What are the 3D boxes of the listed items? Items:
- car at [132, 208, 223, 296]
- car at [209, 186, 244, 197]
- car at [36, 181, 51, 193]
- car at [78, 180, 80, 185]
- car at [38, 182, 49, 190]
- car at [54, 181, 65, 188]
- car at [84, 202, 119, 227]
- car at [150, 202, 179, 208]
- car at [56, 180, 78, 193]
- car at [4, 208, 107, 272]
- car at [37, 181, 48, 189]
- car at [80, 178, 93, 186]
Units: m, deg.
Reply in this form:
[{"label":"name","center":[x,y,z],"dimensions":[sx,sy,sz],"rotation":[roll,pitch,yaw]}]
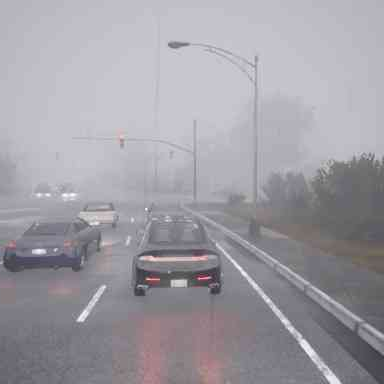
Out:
[{"label":"car","center":[-0.415,1.409,8.480],"dimensions":[2.128,1.511,4.902],"rotation":[0,1,-4]},{"label":"car","center":[4.808,-0.091,46.025],"dimensions":[4.902,1.511,2.128],"rotation":[0,3,-22]},{"label":"car","center":[-23.425,-0.529,52.490],"dimensions":[1.994,1.385,4.181],"rotation":[-1,3,-23]},{"label":"car","center":[-29.501,-2.142,82.259],"dimensions":[1.882,1.535,5.008],"rotation":[-1,3,-25]},{"label":"car","center":[-28.092,-1.136,62.914],"dimensions":[1.837,1.490,4.892],"rotation":[-1,3,-25]},{"label":"car","center":[-29.751,-1.734,74.614],"dimensions":[1.837,1.490,4.892],"rotation":[-1,3,-25]},{"label":"car","center":[-5.259,1.226,19.224],"dimensions":[1.895,1.301,4.718],"rotation":[0,2,-9]},{"label":"car","center":[-1.471,1.218,17.817],"dimensions":[2.033,1.411,5.357],"rotation":[0,2,-9]},{"label":"car","center":[-20.360,-0.684,54.080],"dimensions":[2.128,1.511,4.902],"rotation":[-2,3,-27]},{"label":"car","center":[-4.123,1.452,10.502],"dimensions":[1.994,1.385,4.181],"rotation":[0,1,-6]},{"label":"car","center":[-32.821,-1.621,72.922],"dimensions":[2.128,1.511,4.902],"rotation":[-1,3,-25]},{"label":"car","center":[-26.350,-2.473,83.769],"dimensions":[2.150,2.045,5.566],"rotation":[-1,3,-25]}]
